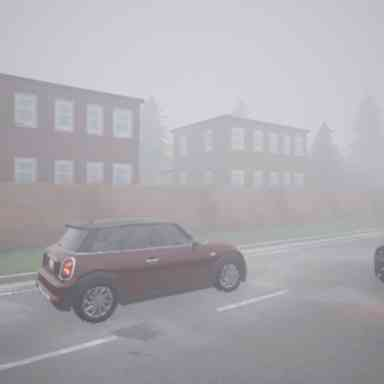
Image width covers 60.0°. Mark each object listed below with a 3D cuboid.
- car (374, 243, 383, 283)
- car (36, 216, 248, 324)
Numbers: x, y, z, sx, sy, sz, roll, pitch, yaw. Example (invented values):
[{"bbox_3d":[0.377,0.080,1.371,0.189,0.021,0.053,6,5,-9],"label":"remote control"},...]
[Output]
[{"bbox_3d":[6.475,1.530,8.422,4.892,1.490,1.837,0,0,-36],"label":"car"},{"bbox_3d":[-0.887,1.366,7.438,4.553,1.767,2.097,0,0,-36],"label":"car"}]
